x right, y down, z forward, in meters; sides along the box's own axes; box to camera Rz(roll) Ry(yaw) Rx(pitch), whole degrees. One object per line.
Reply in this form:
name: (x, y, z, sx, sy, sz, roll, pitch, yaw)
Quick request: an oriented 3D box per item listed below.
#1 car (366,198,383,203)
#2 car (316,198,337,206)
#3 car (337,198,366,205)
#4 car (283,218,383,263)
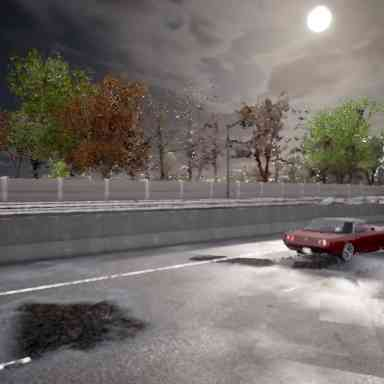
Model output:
car: (21.716, 1.420, 36.679, 5.008, 1.535, 1.882, 0, 0, -35)
car: (17.805, 1.468, 42.485, 4.674, 1.442, 1.812, 0, 0, -35)
car: (19.849, 1.448, 39.643, 4.892, 1.490, 1.837, 0, 0, -35)
car: (5.501, 1.583, 11.975, 4.718, 1.301, 1.895, 0, 0, -36)
